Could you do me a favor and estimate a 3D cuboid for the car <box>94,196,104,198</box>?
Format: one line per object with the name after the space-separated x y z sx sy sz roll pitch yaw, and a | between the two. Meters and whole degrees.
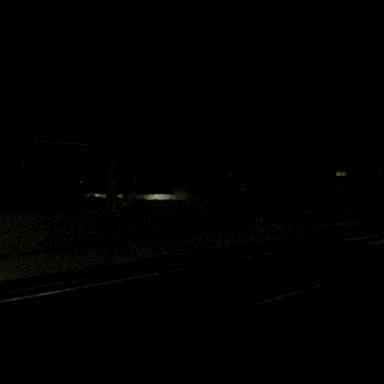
-15.469 1.355 54.641 1.994 1.385 4.181 -1 1 -35 | car
